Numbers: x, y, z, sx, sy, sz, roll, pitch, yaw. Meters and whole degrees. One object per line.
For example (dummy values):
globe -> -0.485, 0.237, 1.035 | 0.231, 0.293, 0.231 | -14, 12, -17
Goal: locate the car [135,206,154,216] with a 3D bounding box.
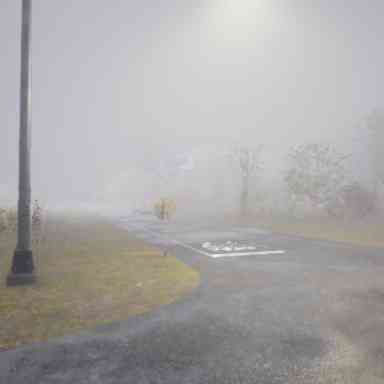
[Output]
car -> -7.166, 3.016, 52.282 | 1.895, 1.301, 4.718 | 0, -2, -19

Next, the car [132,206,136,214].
car -> -9.457, 3.120, 58.738 | 1.812, 1.442, 4.674 | 1, -2, -19
